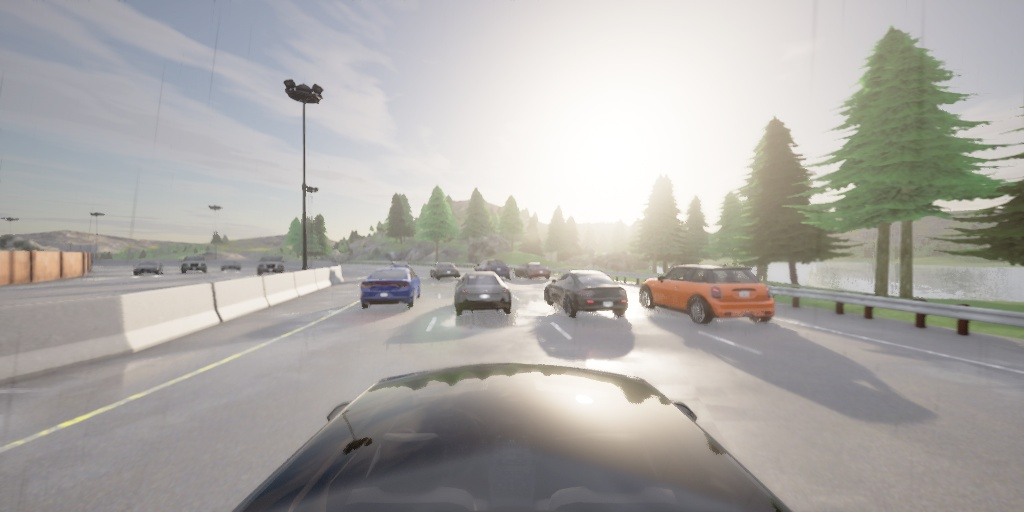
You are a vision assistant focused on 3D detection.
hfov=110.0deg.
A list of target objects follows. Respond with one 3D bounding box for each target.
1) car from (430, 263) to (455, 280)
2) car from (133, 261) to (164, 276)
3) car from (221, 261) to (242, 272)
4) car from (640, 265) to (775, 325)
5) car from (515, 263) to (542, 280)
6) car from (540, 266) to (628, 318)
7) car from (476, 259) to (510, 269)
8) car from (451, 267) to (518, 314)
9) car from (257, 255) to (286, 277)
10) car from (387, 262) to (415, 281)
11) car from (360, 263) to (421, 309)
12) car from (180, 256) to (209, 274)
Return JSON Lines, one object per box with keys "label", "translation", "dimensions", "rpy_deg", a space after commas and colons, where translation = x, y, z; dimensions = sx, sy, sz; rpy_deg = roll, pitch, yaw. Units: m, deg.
{"label": "car", "translation": [-5.771, 1.259, 30.488], "dimensions": [1.994, 1.385, 4.181], "rpy_deg": [0, 0, -21]}
{"label": "car", "translation": [-37.917, 1.266, 37.498], "dimensions": [1.837, 1.490, 4.892], "rpy_deg": [0, -1, -39]}
{"label": "car", "translation": [-36.725, 1.299, 46.938], "dimensions": [1.994, 1.385, 4.181], "rpy_deg": [0, 0, -41]}
{"label": "car", "translation": [6.104, 1.062, 11.922], "dimensions": [2.097, 1.767, 4.553], "rpy_deg": [0, 0, -7]}
{"label": "car", "translation": [1.655, 1.241, 30.437], "dimensions": [1.994, 1.385, 4.181], "rpy_deg": [0, 0, -20]}
{"label": "car", "translation": [2.492, 1.243, 12.829], "dimensions": [1.812, 1.442, 4.674], "rpy_deg": [0, 0, -8]}
{"label": "car", "translation": [-1.737, 1.039, 29.600], "dimensions": [2.097, 1.767, 4.553], "rpy_deg": [0, 0, -19]}
{"label": "car", "translation": [-1.206, 1.288, 13.703], "dimensions": [1.994, 1.385, 4.181], "rpy_deg": [0, 0, -9]}
{"label": "car", "translation": [-24.288, 0.949, 36.297], "dimensions": [2.150, 2.045, 5.566], "rpy_deg": [0, 0, -32]}
{"label": "car", "translation": [-9.542, 1.269, 30.562], "dimensions": [1.994, 1.385, 4.181], "rpy_deg": [0, 0, -21]}
{"label": "car", "translation": [-4.939, 1.208, 15.065], "dimensions": [1.882, 1.535, 5.008], "rpy_deg": [0, 0, -10]}
{"label": "car", "translation": [-36.178, 0.970, 40.923], "dimensions": [2.150, 2.045, 5.566], "rpy_deg": [0, 0, -40]}
